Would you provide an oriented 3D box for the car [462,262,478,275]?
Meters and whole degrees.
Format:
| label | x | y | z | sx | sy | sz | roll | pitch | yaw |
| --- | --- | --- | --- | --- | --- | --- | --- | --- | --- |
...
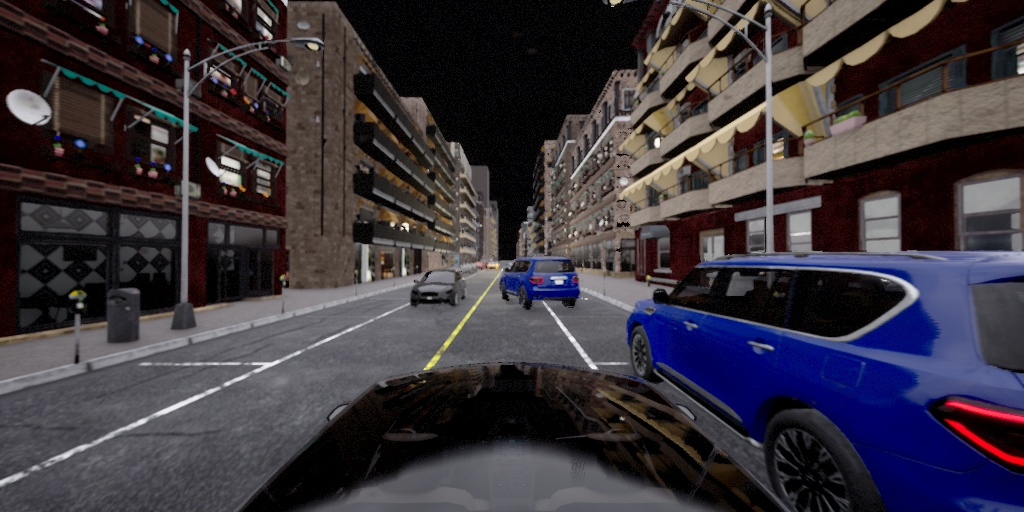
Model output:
| label | x | y | z | sx | sy | sz | roll | pitch | yaw |
| --- | --- | --- | --- | --- | --- | --- | --- | --- | --- |
| car | -5.818 | 1.646 | 45.708 | 2.007 | 1.370 | 4.403 | 0 | 0 | 0 |

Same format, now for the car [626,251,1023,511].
| label | x | y | z | sx | sy | sz | roll | pitch | yaw |
| --- | --- | --- | --- | --- | --- | --- | --- | --- | --- |
| car | 3.101 | 0.996 | 4.040 | 2.150 | 2.045 | 5.566 | 0 | 0 | 0 |

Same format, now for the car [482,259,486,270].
| label | x | y | z | sx | sy | sz | roll | pitch | yaw |
| --- | --- | --- | --- | --- | --- | --- | --- | --- | --- |
| car | -5.868 | 1.772 | 62.617 | 1.888 | 1.381 | 4.507 | 0 | 0 | 0 |

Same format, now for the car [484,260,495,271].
| label | x | y | z | sx | sy | sz | roll | pitch | yaw |
| --- | --- | --- | --- | --- | --- | --- | --- | --- | --- |
| car | -3.170 | 1.723 | 60.453 | 1.882 | 1.535 | 5.008 | 0 | 0 | 0 |

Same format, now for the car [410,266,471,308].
| label | x | y | z | sx | sy | sz | roll | pitch | yaw |
| --- | --- | --- | --- | --- | --- | --- | --- | --- | --- |
| car | -3.140 | 1.368 | 16.041 | 1.837 | 1.490 | 4.892 | 0 | 0 | 0 |

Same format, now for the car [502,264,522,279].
| label | x | y | z | sx | sy | sz | roll | pitch | yaw |
| --- | --- | --- | --- | --- | --- | --- | --- | --- | --- |
| car | -0.007 | 1.580 | 37.667 | 2.033 | 1.411 | 5.357 | 0 | 0 | 0 |

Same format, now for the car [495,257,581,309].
| label | x | y | z | sx | sy | sz | roll | pitch | yaw |
| --- | --- | --- | --- | --- | --- | --- | --- | --- | --- |
| car | 1.040 | 1.082 | 15.789 | 2.150 | 2.045 | 5.566 | 0 | -1 | -15 |

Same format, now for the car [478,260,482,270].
| label | x | y | z | sx | sy | sz | roll | pitch | yaw |
| --- | --- | --- | --- | --- | --- | --- | --- | --- | --- |
| car | -5.835 | 1.690 | 51.345 | 2.007 | 1.370 | 4.403 | 0 | 0 | 0 |
